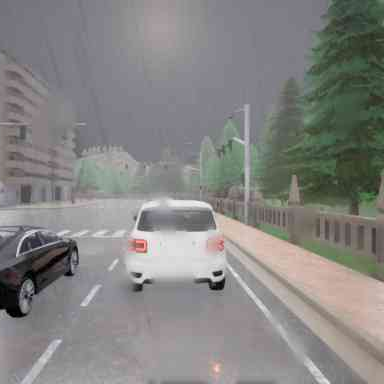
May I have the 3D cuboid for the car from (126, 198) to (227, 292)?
[{"bbox_3d":[-0.464,1.221,9.130,2.150,2.045,5.566,0,0,-4],"label":"car"}]

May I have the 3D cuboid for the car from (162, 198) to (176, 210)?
[{"bbox_3d":[-3.096,1.526,44.370,1.812,1.442,4.674,0,0,-4],"label":"car"}]

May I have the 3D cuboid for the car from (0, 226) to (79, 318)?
[{"bbox_3d":[-3.958,1.492,7.355,2.128,1.511,4.902,0,0,-3],"label":"car"}]
